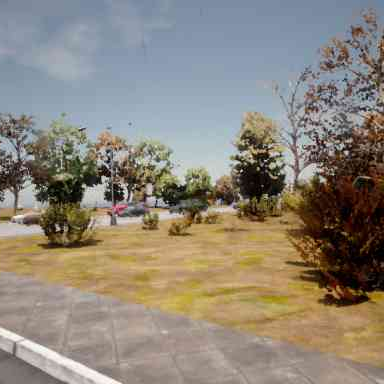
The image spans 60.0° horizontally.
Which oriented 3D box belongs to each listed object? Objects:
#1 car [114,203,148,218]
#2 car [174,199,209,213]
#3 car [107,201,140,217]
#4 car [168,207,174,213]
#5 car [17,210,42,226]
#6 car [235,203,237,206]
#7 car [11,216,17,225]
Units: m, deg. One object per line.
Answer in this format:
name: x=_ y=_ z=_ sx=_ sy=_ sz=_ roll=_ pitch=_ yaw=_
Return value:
car: x=-7.459 y=2.468 z=42.567 sx=1.812 sy=1.442 sz=4.674 roll=-3 pitch=-2 yaw=32
car: x=0.325 y=2.049 z=48.093 sx=2.150 sy=2.045 sz=5.566 roll=-3 pitch=-2 yaw=32
car: x=-9.291 y=2.339 z=46.254 sx=2.150 sy=2.045 sz=5.566 roll=-3 pitch=-2 yaw=32
car: x=-1.841 y=2.575 z=51.493 sx=1.994 sy=1.385 sz=4.181 roll=-3 pitch=-2 yaw=32
car: x=-13.872 y=2.374 z=32.429 sx=1.882 sy=1.535 sz=5.008 roll=-3 pitch=-2 yaw=33
car: x=9.361 y=2.577 z=62.419 sx=1.895 sy=1.301 sz=4.718 roll=-3 pitch=-2 yaw=33
car: x=-16.449 y=2.585 z=34.875 sx=1.812 sy=1.442 sz=4.674 roll=-3 pitch=-2 yaw=32
